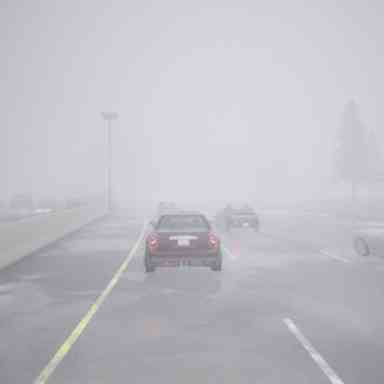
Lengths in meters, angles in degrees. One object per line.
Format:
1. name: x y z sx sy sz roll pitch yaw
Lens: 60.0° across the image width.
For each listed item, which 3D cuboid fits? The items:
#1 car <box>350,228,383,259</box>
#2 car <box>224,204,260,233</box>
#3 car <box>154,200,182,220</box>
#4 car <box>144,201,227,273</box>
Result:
1. car: 6.751 1.564 9.913 1.895 1.301 4.718 0 0 -3
2. car: 2.502 1.446 19.355 2.128 1.511 4.902 0 0 -6
3. car: -2.181 1.494 28.982 2.033 1.411 5.357 0 0 -9
4. car: -0.330 1.331 10.771 2.097 1.767 4.553 0 0 -3
